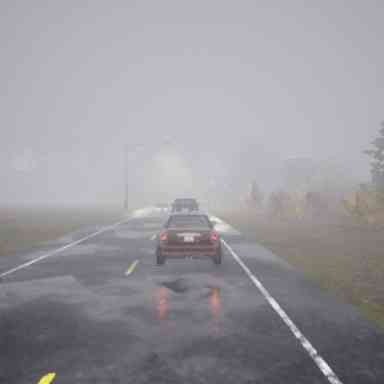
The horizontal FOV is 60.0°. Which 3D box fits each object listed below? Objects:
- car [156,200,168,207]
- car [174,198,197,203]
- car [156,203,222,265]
[{"bbox_3d":[-5.049,2.060,56.902,1.994,1.385,4.181,0,0,-1],"label":"car"},{"bbox_3d":[-0.521,1.460,26.267,2.150,2.045,5.566,0,0,-1],"label":"car"},{"bbox_3d":[-0.118,1.466,12.277,2.097,1.767,4.553,0,-1,-1],"label":"car"}]
